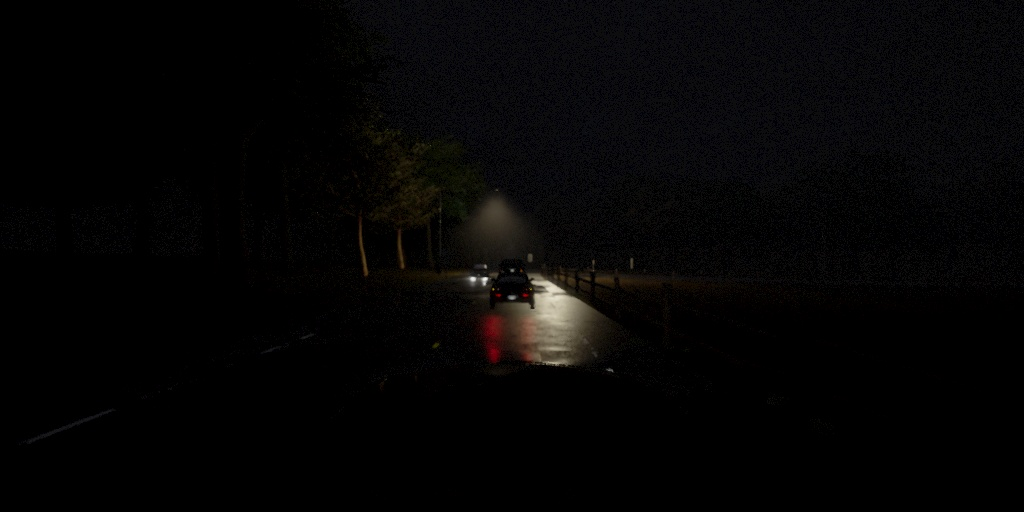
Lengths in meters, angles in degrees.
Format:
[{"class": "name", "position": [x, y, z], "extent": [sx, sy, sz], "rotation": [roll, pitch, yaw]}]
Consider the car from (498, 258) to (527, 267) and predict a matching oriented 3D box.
[{"class": "car", "position": [0.024, 1.218, 29.458], "extent": [2.150, 2.045, 5.566], "rotation": [0, 0, 0]}]

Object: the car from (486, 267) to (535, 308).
[{"class": "car", "position": [0.031, 1.398, 15.774], "extent": [1.812, 1.442, 4.674], "rotation": [0, 0, 1]}]

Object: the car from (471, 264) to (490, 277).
[{"class": "car", "position": [-3.486, 1.633, 40.385], "extent": [2.033, 1.411, 5.357], "rotation": [0, 0, 0]}]
